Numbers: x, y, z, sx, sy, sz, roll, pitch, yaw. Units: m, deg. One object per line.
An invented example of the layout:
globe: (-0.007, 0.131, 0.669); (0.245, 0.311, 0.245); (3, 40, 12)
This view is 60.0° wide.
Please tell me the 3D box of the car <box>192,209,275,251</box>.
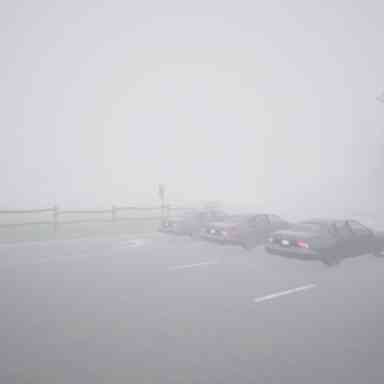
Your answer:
car: (2.875, 1.603, 14.450); (5.357, 1.411, 2.033); (0, 0, -35)

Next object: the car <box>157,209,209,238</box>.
car: (0.844, 1.602, 17.313); (5.357, 1.411, 2.033); (0, 0, -35)

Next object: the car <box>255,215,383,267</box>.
car: (4.918, 1.603, 11.611); (5.357, 1.411, 2.033); (0, 0, -35)
